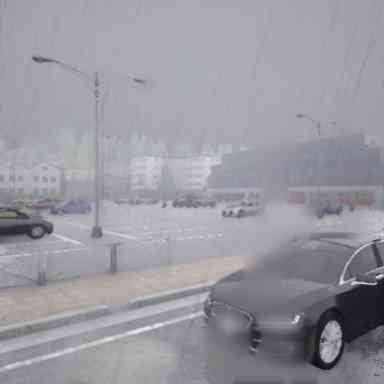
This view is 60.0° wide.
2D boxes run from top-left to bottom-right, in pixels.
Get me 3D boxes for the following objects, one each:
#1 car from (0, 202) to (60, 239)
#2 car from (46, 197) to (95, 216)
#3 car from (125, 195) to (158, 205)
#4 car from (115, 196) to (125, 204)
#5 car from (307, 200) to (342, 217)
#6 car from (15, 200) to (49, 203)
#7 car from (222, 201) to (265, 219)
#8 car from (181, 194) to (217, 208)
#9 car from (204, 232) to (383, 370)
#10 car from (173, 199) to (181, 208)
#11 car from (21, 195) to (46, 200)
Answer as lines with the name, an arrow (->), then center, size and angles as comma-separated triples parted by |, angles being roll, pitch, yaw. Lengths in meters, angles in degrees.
car -> -8.734, 1.423, 15.109 | 4.514, 1.523, 2.007 | 0, 0, -37
car -> -11.525, 1.475, 31.685 | 3.633, 1.501, 1.845 | 0, 0, -37
car -> -8.441, 1.401, 57.998 | 5.027, 1.636, 2.152 | 0, 0, -37
car -> -12.520, 1.510, 62.963 | 3.806, 1.475, 1.970 | 0, 0, -37
car -> 12.183, 1.460, 30.609 | 3.633, 1.501, 1.845 | 0, 0, -37
car -> -10.643, 1.429, 17.599 | 5.027, 1.636, 2.152 | 0, 0, -37
car -> 4.446, 1.484, 28.588 | 3.806, 1.475, 1.970 | 0, 0, -37
car -> 1.233, 1.271, 45.627 | 4.605, 1.855, 1.932 | 0, 0, -37
car -> 2.409, 1.523, 5.852 | 4.892, 1.490, 1.837 | 0, 0, -37
car -> -0.827, 1.264, 47.717 | 3.866, 1.878, 1.905 | 0, 0, -37
car -> -17.438, 1.500, 39.741 | 4.514, 1.523, 2.007 | 0, 0, -37
